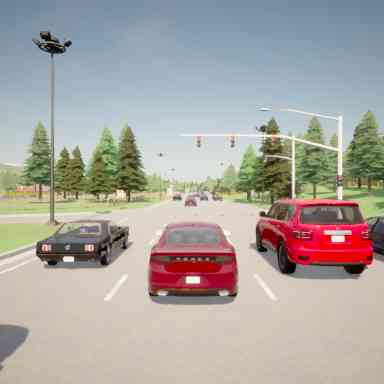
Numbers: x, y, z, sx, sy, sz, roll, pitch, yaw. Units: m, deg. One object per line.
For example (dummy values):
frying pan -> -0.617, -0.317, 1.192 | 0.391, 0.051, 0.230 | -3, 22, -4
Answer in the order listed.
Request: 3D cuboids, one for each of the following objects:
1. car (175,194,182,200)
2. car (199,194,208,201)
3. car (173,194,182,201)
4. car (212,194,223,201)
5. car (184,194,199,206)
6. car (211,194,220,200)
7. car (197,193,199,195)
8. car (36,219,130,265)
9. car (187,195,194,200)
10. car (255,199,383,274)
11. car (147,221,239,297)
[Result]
car -> -3.858, 1.310, 94.269 | 1.882, 1.535, 5.008 | 0, 0, 0
car -> 3.180, 1.516, 84.293 | 1.812, 1.442, 4.674 | 0, 0, 0
car -> -3.818, 1.469, 83.849 | 1.882, 1.535, 5.008 | 0, 0, 0
car -> 6.682, 1.516, 83.889 | 2.128, 1.511, 4.902 | 0, 0, 0
car -> -0.201, 1.525, 53.250 | 1.812, 1.442, 4.674 | 0, 0, 0
car -> 6.642, 1.372, 94.309 | 2.033, 1.411, 5.357 | 0, 0, 0
car -> 3.142, 1.357, 94.296 | 2.128, 1.511, 4.902 | 0, 0, 0
car -> -3.463, 1.601, 11.582 | 1.895, 1.301, 4.718 | 0, 0, 0
car -> -0.358, 1.427, 94.313 | 1.895, 1.301, 4.718 | 0, 0, 0
car -> 3.533, 1.221, 10.698 | 2.150, 2.045, 5.566 | 0, 0, 0
car -> 0.030, 1.478, 8.648 | 1.882, 1.535, 5.008 | 0, 0, 0
